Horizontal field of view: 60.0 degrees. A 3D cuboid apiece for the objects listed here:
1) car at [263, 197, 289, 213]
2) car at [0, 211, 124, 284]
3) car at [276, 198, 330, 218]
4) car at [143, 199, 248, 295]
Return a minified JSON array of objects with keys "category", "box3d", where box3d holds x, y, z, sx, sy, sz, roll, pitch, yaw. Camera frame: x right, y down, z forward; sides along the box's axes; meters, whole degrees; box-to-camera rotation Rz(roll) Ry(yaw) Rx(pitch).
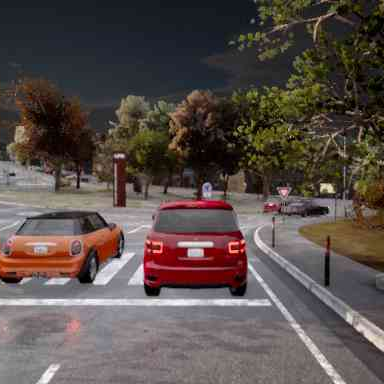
[{"category":"car","box3d":[9.286,1.282,33.907,4.553,1.767,2.097,-1,2,-42]},{"category":"car","box3d":[-3.397,1.322,9.668,2.097,1.767,4.553,0,0,1]},{"category":"car","box3d":[10.572,1.560,30.896,5.357,1.411,2.033,0,2,-37]},{"category":"car","box3d":[0.067,1.196,8.792,2.150,2.045,5.566,0,0,0]}]
